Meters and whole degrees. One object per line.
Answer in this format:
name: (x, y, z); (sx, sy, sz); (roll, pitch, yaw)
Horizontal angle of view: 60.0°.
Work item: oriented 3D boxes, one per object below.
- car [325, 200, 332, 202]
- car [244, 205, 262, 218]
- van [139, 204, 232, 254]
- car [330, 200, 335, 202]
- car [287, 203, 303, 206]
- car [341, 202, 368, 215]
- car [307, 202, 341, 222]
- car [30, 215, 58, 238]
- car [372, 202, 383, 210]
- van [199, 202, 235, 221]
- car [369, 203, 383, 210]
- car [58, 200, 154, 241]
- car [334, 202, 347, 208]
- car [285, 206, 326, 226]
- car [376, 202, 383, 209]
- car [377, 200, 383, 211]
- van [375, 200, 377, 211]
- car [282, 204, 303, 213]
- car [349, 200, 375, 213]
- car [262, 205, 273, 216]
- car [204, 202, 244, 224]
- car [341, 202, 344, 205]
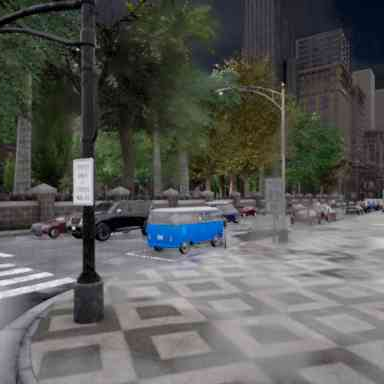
car: (25.049, 2.739, 64.114); (1.802, 1.307, 4.206); (-1, -2, 36)
car: (5.768, 2.160, 37.160); (1.887, 1.381, 4.507); (-1, -2, 36)
van: (-0.147, 1.549, 14.245); (1.690, 1.788, 3.998); (-2, -2, 36)
car: (28.261, 2.560, 68.614); (2.192, 1.841, 5.009); (-1, -2, 36)
car: (13.115, 2.252, 42.731); (1.837, 1.490, 4.892); (0, -1, 36)
car: (22.349, 2.411, 45.687); (1.947, 1.339, 4.313); (-2, -2, 36)
car: (12.707, 2.013, 32.213); (1.967, 1.590, 4.097); (-2, -2, 36)
car: (-7.085, 1.832, 19.189); (1.802, 1.307, 4.206); (-1, -2, 36)
car: (38.416, 2.840, 68.149); (2.008, 1.369, 4.403); (-1, -2, 36)
van: (2.553, 1.865, 32.673); (1.690, 1.788, 3.998); (-1, -2, 36)
car: (35.203, 2.785, 63.657); (1.802, 1.307, 4.206); (-1, -2, 36)
car: (-4.215, 1.479, 18.611); (2.150, 2.045, 5.566); (0, -1, 36)
car: (34.690, 2.982, 77.593); (1.947, 1.339, 4.313); (-1, -2, 36)
car: (9.495, 2.064, 27.717); (1.802, 1.307, 4.206); (-2, -2, 36)
car: (41.630, 2.919, 72.643); (1.887, 1.381, 4.507); (-1, -2, 36)
car: (31.987, 2.430, 59.170); (2.192, 1.841, 5.009); (-1, -2, 36)
van: (28.774, 2.367, 54.677); (1.690, 1.788, 3.998); (-2, -2, 36)
car: (15.408, 2.469, 50.637); (1.802, 1.307, 4.206); (-1, -2, 36)
car: (25.559, 2.251, 50.185); (2.192, 1.841, 5.009); (-2, -2, 36)
car: (8.981, 2.288, 41.652); (1.802, 1.307, 4.206); (-1, -2, 36)
car: (2.062, 1.787, 27.380); (2.097, 1.767, 4.553); (0, -1, 36)
car: (31.476, 2.898, 73.100); (1.947, 1.339, 4.313); (-1, -2, 36)
